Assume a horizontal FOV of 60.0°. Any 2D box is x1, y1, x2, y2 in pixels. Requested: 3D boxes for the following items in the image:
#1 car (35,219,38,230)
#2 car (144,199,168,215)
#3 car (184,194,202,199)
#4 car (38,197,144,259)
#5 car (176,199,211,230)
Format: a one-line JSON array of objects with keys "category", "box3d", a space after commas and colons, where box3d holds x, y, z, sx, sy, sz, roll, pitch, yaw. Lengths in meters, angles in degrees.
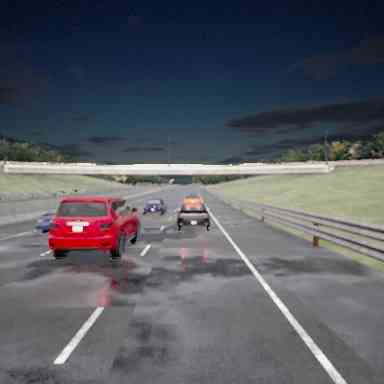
[{"category": "car", "box3d": [-6.902, 1.461, 18.909, 2.033, 1.411, 5.357, 0, 0, 0]}, {"category": "car", "box3d": [-3.406, 1.340, 31.280, 1.812, 1.442, 4.674, 0, 1, 0]}, {"category": "car", "box3d": [0.093, 1.056, 38.554, 2.097, 1.767, 4.553, 0, 1, 0]}, {"category": "car", "box3d": [-3.402, 1.174, 12.587, 2.150, 2.045, 5.566, 0, 0, 0]}, {"category": "car", "box3d": [0.097, 1.399, 20.096, 2.128, 1.511, 4.902, 0, 0, 0]}]
